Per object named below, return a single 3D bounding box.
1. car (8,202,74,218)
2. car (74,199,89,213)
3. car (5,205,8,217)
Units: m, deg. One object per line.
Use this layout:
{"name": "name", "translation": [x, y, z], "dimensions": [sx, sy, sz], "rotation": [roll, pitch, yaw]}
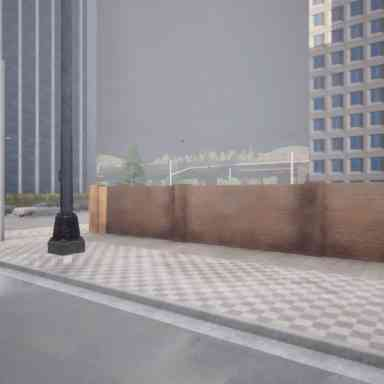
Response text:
{"name": "car", "translation": [-13.475, 1.601, 29.985], "dimensions": [1.895, 1.301, 4.718], "rotation": [0, 0, 35]}
{"name": "car", "translation": [-12.181, 1.547, 37.933], "dimensions": [2.033, 1.411, 5.357], "rotation": [0, 0, 35]}
{"name": "car", "translation": [-18.278, 1.547, 29.290], "dimensions": [2.033, 1.411, 5.357], "rotation": [0, 0, 32]}
